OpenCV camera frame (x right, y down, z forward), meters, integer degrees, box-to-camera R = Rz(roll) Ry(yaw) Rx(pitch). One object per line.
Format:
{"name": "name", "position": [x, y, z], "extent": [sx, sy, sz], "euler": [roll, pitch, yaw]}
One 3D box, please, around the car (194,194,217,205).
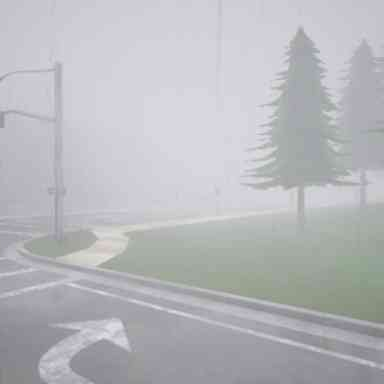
{"name": "car", "position": [2.580, 1.300, 62.002], "extent": [2.150, 2.045, 5.566], "euler": [0, 0, 35]}

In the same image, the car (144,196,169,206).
{"name": "car", "position": [-5.996, 1.436, 55.950], "extent": [2.097, 1.767, 4.553], "euler": [0, 0, 35]}
